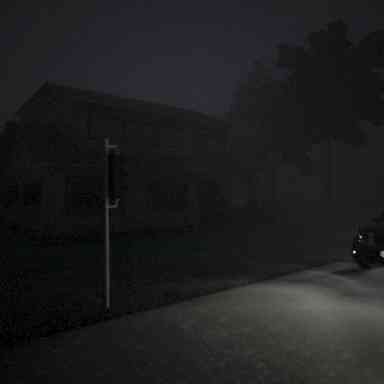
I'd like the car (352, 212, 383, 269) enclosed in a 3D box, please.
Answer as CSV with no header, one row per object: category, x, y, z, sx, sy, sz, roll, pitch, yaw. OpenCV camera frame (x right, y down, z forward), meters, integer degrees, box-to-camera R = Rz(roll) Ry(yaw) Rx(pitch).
car,7.167,1.253,10.263,5.566,2.045,2.150,0,-1,-38
